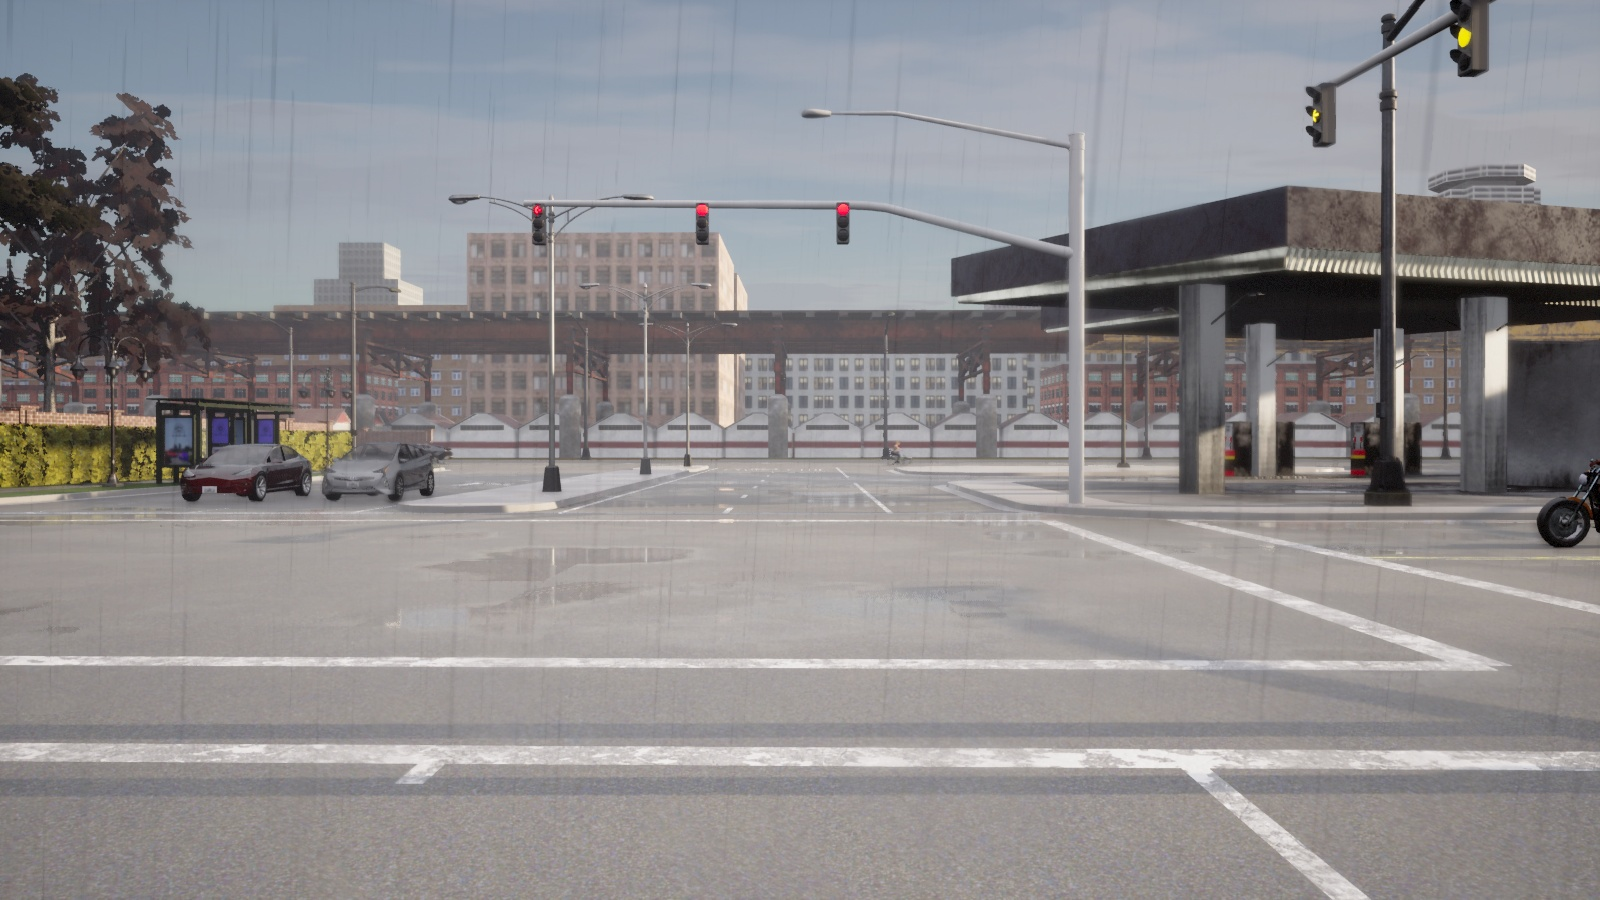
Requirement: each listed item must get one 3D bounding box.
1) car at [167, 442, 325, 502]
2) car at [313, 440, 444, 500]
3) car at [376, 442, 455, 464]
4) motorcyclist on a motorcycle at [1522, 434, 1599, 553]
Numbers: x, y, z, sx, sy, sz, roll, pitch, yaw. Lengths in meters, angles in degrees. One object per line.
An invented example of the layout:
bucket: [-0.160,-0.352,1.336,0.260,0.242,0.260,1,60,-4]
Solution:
car: [-14.822,0.543,33.925,2.163,1.488,4.792,0,0,0]
car: [-11.300,0.492,34.023,2.007,1.525,4.514,0,0,0]
car: [-26.846,0.185,87.830,4.902,1.511,2.128,0,0,1]
motorcyclist on a motorcycle: [11.649,0.606,17.834,2.350,1.649,0.766,0,0,-1]
